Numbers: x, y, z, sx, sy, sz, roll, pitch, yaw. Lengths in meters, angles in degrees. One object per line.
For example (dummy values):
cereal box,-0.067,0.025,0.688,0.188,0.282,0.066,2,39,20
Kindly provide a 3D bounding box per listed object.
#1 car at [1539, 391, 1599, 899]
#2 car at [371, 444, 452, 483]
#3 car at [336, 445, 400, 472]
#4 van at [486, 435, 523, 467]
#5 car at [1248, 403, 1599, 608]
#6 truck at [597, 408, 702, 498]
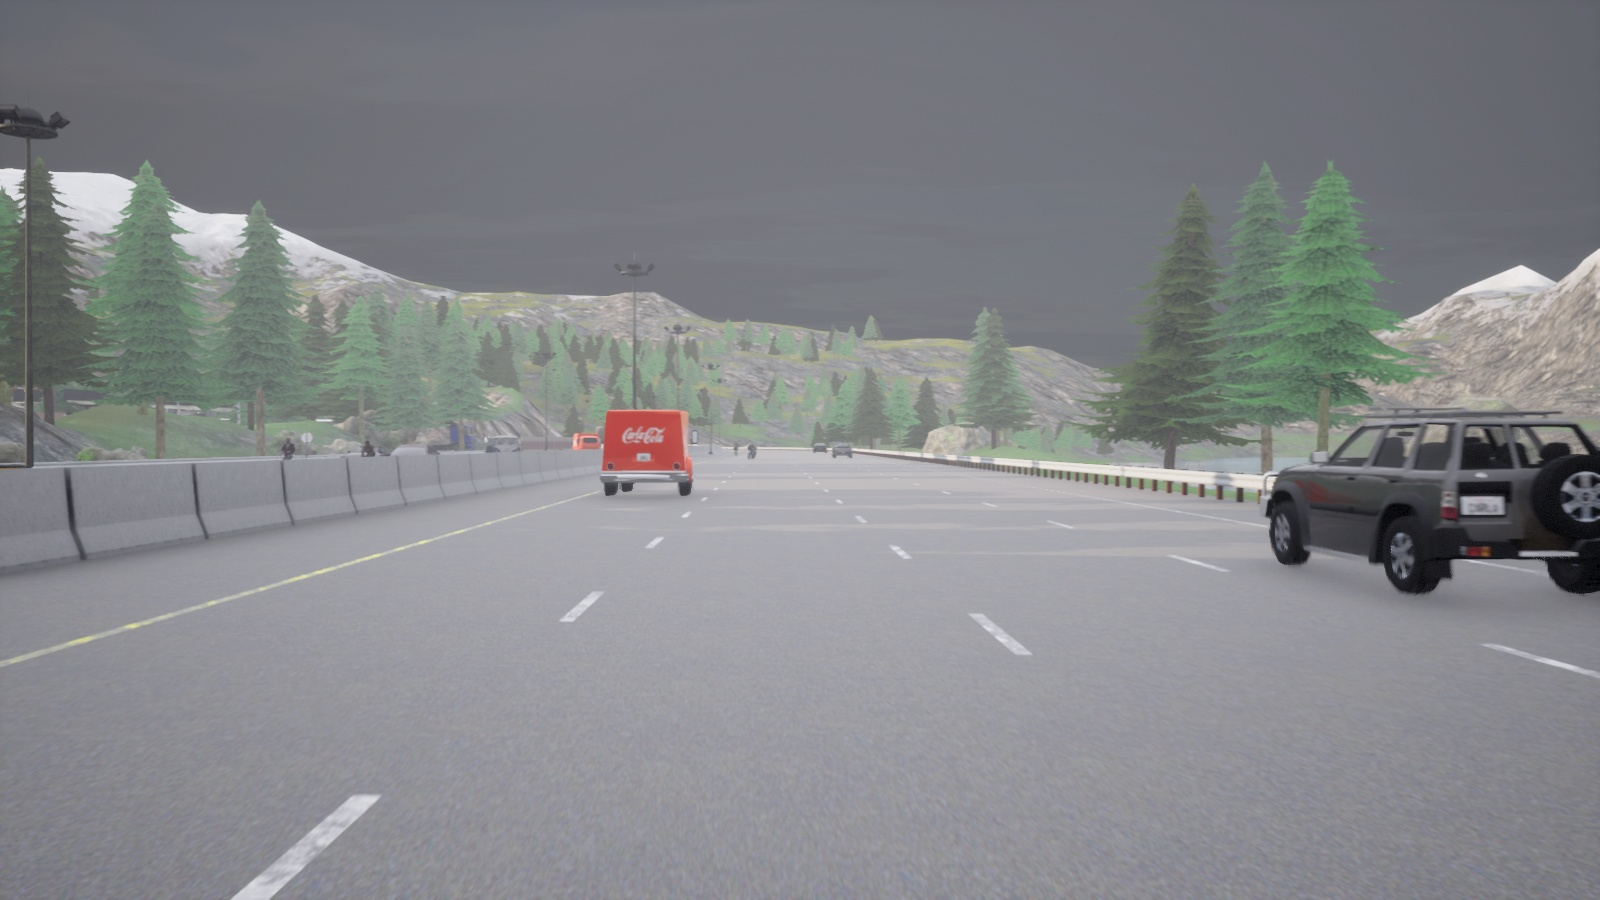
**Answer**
car,3.481,0.633,2.311,1.851,1.617,3.988,0,0,-1
car,-15.161,0.487,49.231,1.812,1.442,4.674,0,0,-1
car,-22.536,0.430,65.638,1.994,1.385,4.181,0,0,-1
van,-18.994,0.038,80.693,1.775,1.987,4.442,0,0,-20
car,6.710,0.488,13.691,1.932,1.855,4.605,0,0,-1
truck,-4.364,0.051,37.329,2.627,2.467,5.204,0,1,-2
